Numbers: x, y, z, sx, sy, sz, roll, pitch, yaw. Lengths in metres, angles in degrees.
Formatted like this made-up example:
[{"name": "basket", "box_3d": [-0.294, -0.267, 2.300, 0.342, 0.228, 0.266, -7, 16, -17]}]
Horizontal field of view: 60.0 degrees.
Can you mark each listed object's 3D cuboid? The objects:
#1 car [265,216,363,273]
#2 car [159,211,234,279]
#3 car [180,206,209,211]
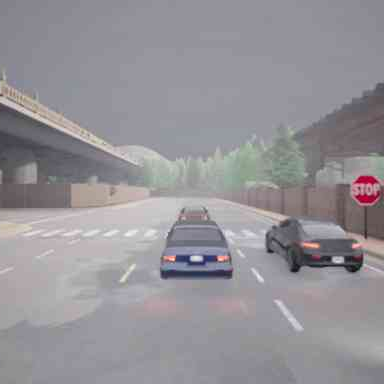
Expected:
[{"name": "car", "box_3d": [3.601, 1.496, 10.498, 1.812, 1.442, 4.674, 0, 0, 0]}, {"name": "car", "box_3d": [0.100, 1.519, 9.883, 2.033, 1.411, 5.357, 0, 0, 0]}, {"name": "car", "box_3d": [0.155, 1.540, 21.627, 1.895, 1.301, 4.718, 0, 0, 0]}]
